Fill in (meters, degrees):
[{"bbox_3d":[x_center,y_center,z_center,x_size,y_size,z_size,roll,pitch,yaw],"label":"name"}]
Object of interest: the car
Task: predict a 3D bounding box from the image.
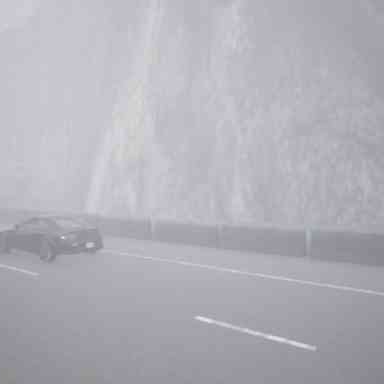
[{"bbox_3d":[-5.131,1.513,11.953,4.674,1.442,1.812,0,0,36],"label":"car"}]
